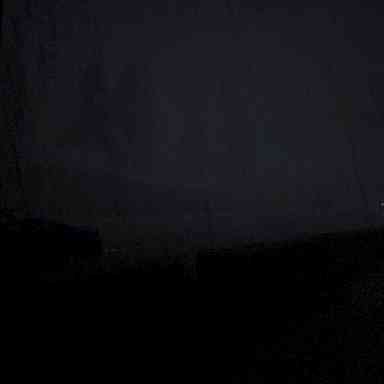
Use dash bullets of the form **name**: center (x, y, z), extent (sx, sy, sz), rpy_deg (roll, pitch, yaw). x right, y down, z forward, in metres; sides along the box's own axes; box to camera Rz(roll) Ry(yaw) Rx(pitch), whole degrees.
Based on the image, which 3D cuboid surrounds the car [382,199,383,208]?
- **car**: center (23.690, 0.898, 38.059), extent (4.553, 1.767, 2.097), rpy_deg (-1, 0, -35)

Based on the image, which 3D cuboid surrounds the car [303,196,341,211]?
- **car**: center (13.780, 1.143, 35.302), extent (4.902, 1.511, 2.128), rpy_deg (-1, 0, -35)

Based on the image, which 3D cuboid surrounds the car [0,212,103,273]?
- **car**: center (-4.991, 1.465, 9.030), extent (5.008, 1.535, 1.882), rpy_deg (-1, 0, -35)

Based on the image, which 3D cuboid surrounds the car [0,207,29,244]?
- **car**: center (-9.829, 1.502, 14.177), extent (4.892, 1.490, 1.837), rpy_deg (-1, 0, -35)

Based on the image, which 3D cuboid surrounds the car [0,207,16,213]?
- **car**: center (-7.984, 1.352, 11.194), extent (4.553, 1.767, 2.097), rpy_deg (-1, 0, -35)
